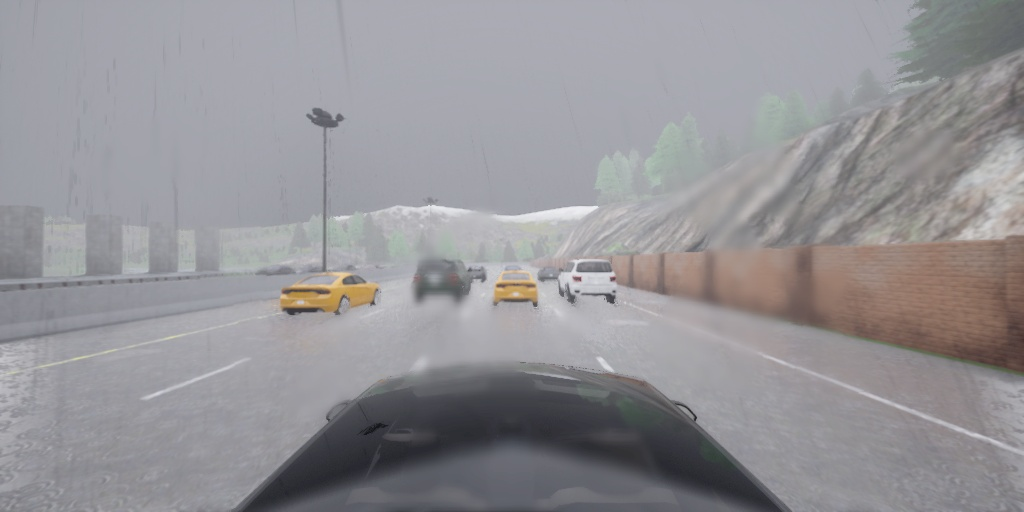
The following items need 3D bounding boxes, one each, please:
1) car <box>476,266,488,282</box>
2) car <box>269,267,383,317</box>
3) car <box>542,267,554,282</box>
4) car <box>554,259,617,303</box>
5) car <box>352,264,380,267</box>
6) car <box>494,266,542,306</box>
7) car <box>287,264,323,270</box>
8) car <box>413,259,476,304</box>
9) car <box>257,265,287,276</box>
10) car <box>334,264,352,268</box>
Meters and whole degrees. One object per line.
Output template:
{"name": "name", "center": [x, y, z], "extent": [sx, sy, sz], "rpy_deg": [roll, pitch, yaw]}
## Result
{"name": "car", "center": [-3.406, 1.675, 34.551], "extent": [2.128, 1.511, 4.902], "rpy_deg": [0, -1, -1]}
{"name": "car", "center": [-6.841, 1.386, 14.114], "extent": [1.882, 1.535, 5.008], "rpy_deg": [0, -1, 0]}
{"name": "car", "center": [3.582, 1.763, 35.215], "extent": [1.994, 1.385, 4.181], "rpy_deg": [0, -1, -1]}
{"name": "car", "center": [3.683, 1.196, 18.280], "extent": [2.150, 2.045, 5.566], "rpy_deg": [0, -1, 0]}
{"name": "car", "center": [-17.771, 1.788, 45.113], "extent": [1.882, 1.535, 5.008], "rpy_deg": [0, -1, -1]}
{"name": "car", "center": [0.175, 1.431, 16.981], "extent": [1.882, 1.535, 5.008], "rpy_deg": [0, -1, 0]}
{"name": "car", "center": [-24.750, 1.781, 43.982], "extent": [2.128, 1.511, 4.902], "rpy_deg": [0, -1, -1]}
{"name": "car", "center": [-3.319, 1.186, 18.100], "extent": [2.150, 2.045, 5.566], "rpy_deg": [0, -1, 0]}
{"name": "car", "center": [-28.244, 1.825, 43.462], "extent": [2.033, 1.411, 5.357], "rpy_deg": [0, -1, -1]}
{"name": "car", "center": [-21.275, 1.819, 45.493], "extent": [1.837, 1.490, 4.892], "rpy_deg": [0, -1, -1]}
